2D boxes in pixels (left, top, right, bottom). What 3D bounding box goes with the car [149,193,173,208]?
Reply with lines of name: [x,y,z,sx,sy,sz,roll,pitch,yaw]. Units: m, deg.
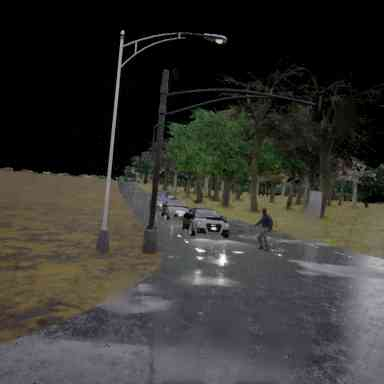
car: [-3.671,1.204,36.836,2.128,1.511,4.902,5,0,-13]

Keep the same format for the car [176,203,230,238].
car: [0.656,1.602,18.326,1.994,1.385,4.181,5,0,-13]

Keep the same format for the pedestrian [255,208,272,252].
pedestrian: [2.952,1.507,13.630,0.375,1.860,0.375,4,1,-13]

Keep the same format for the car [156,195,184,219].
car: [-1.394,1.388,27.079,2.128,1.511,4.902,5,0,-13]

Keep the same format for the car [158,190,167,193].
car: [-5.712,0.741,61.810,2.150,2.045,5.566,5,0,-13]
